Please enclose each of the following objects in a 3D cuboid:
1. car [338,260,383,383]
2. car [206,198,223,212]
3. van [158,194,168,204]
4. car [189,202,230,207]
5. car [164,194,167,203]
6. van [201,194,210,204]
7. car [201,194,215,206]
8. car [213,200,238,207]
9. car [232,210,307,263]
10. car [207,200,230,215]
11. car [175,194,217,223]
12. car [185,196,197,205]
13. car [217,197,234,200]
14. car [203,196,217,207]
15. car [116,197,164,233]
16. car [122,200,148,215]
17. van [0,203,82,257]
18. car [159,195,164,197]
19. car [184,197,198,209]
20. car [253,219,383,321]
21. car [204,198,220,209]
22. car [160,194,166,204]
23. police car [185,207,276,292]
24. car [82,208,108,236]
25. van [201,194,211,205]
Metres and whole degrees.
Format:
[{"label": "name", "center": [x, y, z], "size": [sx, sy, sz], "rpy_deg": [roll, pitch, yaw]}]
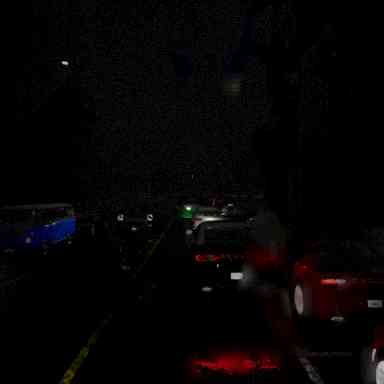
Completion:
[{"label": "car", "center": [2.759, 1.545, 1.793], "size": [1.887, 1.381, 4.507], "rpy_deg": [0, 0, 0]}, {"label": "car", "center": [2.681, 1.532, 40.026], "size": [1.752, 1.417, 4.829], "rpy_deg": [0, 0, 0]}, {"label": "van", "center": [-5.900, 1.364, 67.027], "size": [1.690, 1.788, 3.998], "rpy_deg": [0, 0, 0]}, {"label": "car", "center": [0.863, 1.527, 18.931], "size": [1.812, 1.442, 4.674], "rpy_deg": [0, 0, 0]}, {"label": "car", "center": [-5.889, 1.459, 61.589], "size": [1.967, 1.590, 4.097], "rpy_deg": [0, 0, 0]}, {"label": "van", "center": [2.625, 1.363, 67.044], "size": [1.690, 1.788, 3.998], "rpy_deg": [0, 0, 0]}, {"label": "car", "center": [2.647, 1.330, 56.169], "size": [2.192, 1.841, 5.009], "rpy_deg": [0, 0, 0]}, {"label": "car", "center": [2.714, 1.527, 23.713], "size": [1.752, 1.417, 4.829], "rpy_deg": [0, 0, 0]}, {"label": "car", "center": [2.737, 1.526, 12.838], "size": [1.752, 1.417, 4.829], "rpy_deg": [0, 0, 0]}, {"label": "car", "center": [2.692, 1.555, 34.418], "size": [2.008, 1.369, 4.403], "rpy_deg": [0, 0, 0]}, {"label": "car", "center": [0.288, 1.224, 25.181], "size": [2.150, 2.045, 5.566], "rpy_deg": [0, 0, 11]}, {"label": "car", "center": [-0.123, 1.510, 60.702], "size": [2.128, 1.511, 4.902], "rpy_deg": [0, 0, 0]}, {"label": "car", "center": [2.703, 1.318, 28.981], "size": [2.192, 1.841, 5.009], "rpy_deg": [0, 0, 0]}, {"label": "car", "center": [2.659, 1.452, 50.731], "size": [1.967, 1.590, 4.097], "rpy_deg": [0, 0, 0]}, {"label": "car", "center": [-3.039, 1.353, 19.658], "size": [2.097, 1.767, 4.553], "rpy_deg": [0, 0, 0]}, {"label": "car", "center": [-5.833, 1.571, 34.401], "size": [1.947, 1.339, 4.313], "rpy_deg": [0, 0, 0]}, {"label": "van", "center": [-5.788, 1.342, 12.651], "size": [1.690, 1.788, 3.998], "rpy_deg": [0, 0, 0]}, {"label": "car", "center": [-5.866, 1.578, 50.714], "size": [1.947, 1.339, 4.313], "rpy_deg": [0, 0, 0]}, {"label": "car", "center": [-0.083, 1.488, 46.886], "size": [1.882, 1.535, 5.008], "rpy_deg": [0, 0, 0]}, {"label": "car", "center": [2.748, 1.545, 7.231], "size": [1.887, 1.381, 4.507], "rpy_deg": [0, 0, 0]}, {"label": "car", "center": [2.670, 1.554, 45.294], "size": [1.887, 1.381, 4.507], "rpy_deg": [0, 0, 0]}, {"label": "car", "center": [-5.877, 1.541, 55.982], "size": [1.752, 1.417, 4.829], "rpy_deg": [0, 0, 0]}, {"label": "police car", "center": [0.872, 1.426, 9.041], "size": [1.930, 1.638, 5.238], "rpy_deg": [0, 0, 0]}, {"label": "car", "center": [-5.799, 1.552, 18.089], "size": [2.008, 1.369, 4.403], "rpy_deg": [0, 0, 0]}, {"label": "van", "center": [2.636, 1.360, 61.607], "size": [1.690, 1.788, 3.998], "rpy_deg": [0, 0, 0]}]
